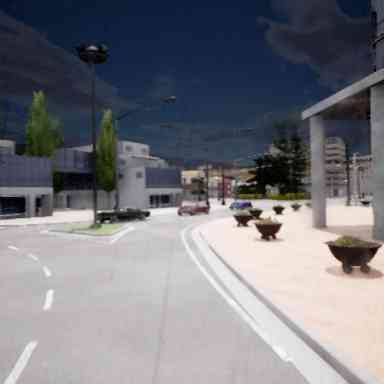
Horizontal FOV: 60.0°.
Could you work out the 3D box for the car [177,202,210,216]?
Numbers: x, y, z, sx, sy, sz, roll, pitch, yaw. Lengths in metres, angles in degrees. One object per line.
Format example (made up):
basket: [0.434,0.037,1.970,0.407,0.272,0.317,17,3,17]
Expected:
car: [0.260,1.783,36.243,1.812,1.442,4.674,-1,-1,34]

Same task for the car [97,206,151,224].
car: [-5.887,1.913,28.540,1.895,1.301,4.718,-1,-1,44]

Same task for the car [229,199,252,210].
car: [6.871,1.736,46.167,1.812,1.442,4.674,-1,-1,34]
